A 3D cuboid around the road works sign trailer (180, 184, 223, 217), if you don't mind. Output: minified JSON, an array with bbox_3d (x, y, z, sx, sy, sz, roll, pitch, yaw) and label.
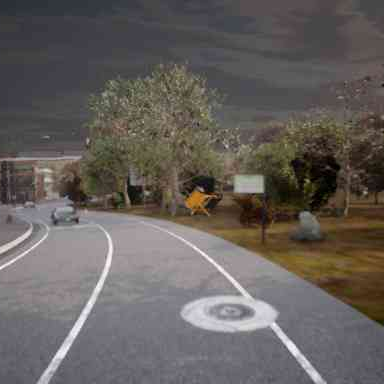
[{"bbox_3d":[1.371,1.116,29.485,2.880,2.380,3.560,49,23,21],"label":"road works sign trailer"}]

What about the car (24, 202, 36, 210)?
[{"bbox_3d":[-30.722,2.544,62.767,1.812,1.442,4.674,-3,1,-26],"label":"car"}]

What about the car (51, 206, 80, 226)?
[{"bbox_3d":[-10.261,1.847,26.776,1.812,1.442,4.674,-3,0,-26],"label":"car"}]

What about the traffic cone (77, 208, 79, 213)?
[{"bbox_3d":[-14.531,2.387,42.276,0.340,0.580,0.340,-4,1,-31],"label":"traffic cone"}]
